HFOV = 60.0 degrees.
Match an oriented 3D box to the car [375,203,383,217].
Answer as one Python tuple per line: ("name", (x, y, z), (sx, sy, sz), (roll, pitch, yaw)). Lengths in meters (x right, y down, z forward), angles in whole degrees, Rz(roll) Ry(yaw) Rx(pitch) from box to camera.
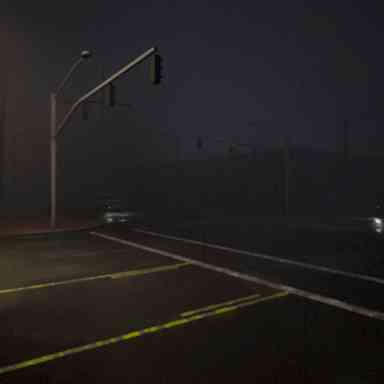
("car", (18.641, 1.381, 30.246), (4.553, 1.767, 2.097), (0, 0, -36))

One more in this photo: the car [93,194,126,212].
("car", (-9.707, 1.233, 38.763), (2.150, 2.045, 5.566), (0, 0, -35))
